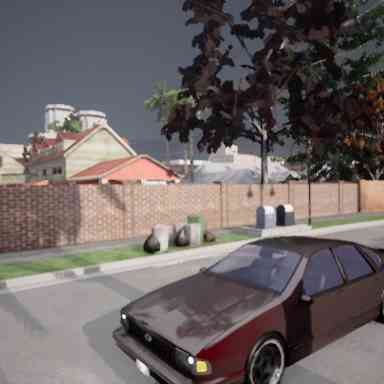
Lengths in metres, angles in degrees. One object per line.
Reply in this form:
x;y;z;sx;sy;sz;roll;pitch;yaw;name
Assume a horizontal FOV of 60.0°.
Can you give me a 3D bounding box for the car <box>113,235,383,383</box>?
1.572;1.447;5.215;5.357;1.411;2.033;-2;1;-37;car
